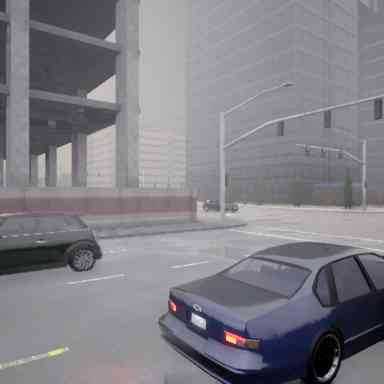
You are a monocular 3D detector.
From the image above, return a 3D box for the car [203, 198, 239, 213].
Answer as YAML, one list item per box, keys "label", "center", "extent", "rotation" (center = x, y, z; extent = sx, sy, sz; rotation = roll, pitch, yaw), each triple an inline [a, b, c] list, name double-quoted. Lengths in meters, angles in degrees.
- label: "car"
  center: [3.176, 1.506, 37.225]
  extent: [1.837, 1.490, 4.892]
  rotation: [0, 0, -36]

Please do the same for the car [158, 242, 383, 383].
- label: "car"
  center: [2.130, 1.547, 5.310]
  extent: [5.357, 1.411, 2.033]
  rotation: [0, 0, -35]

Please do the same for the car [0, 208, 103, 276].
- label: "car"
  center: [-4.905, 1.352, 9.100]
  extent: [4.553, 1.767, 2.097]
  rotation: [0, 0, -36]
